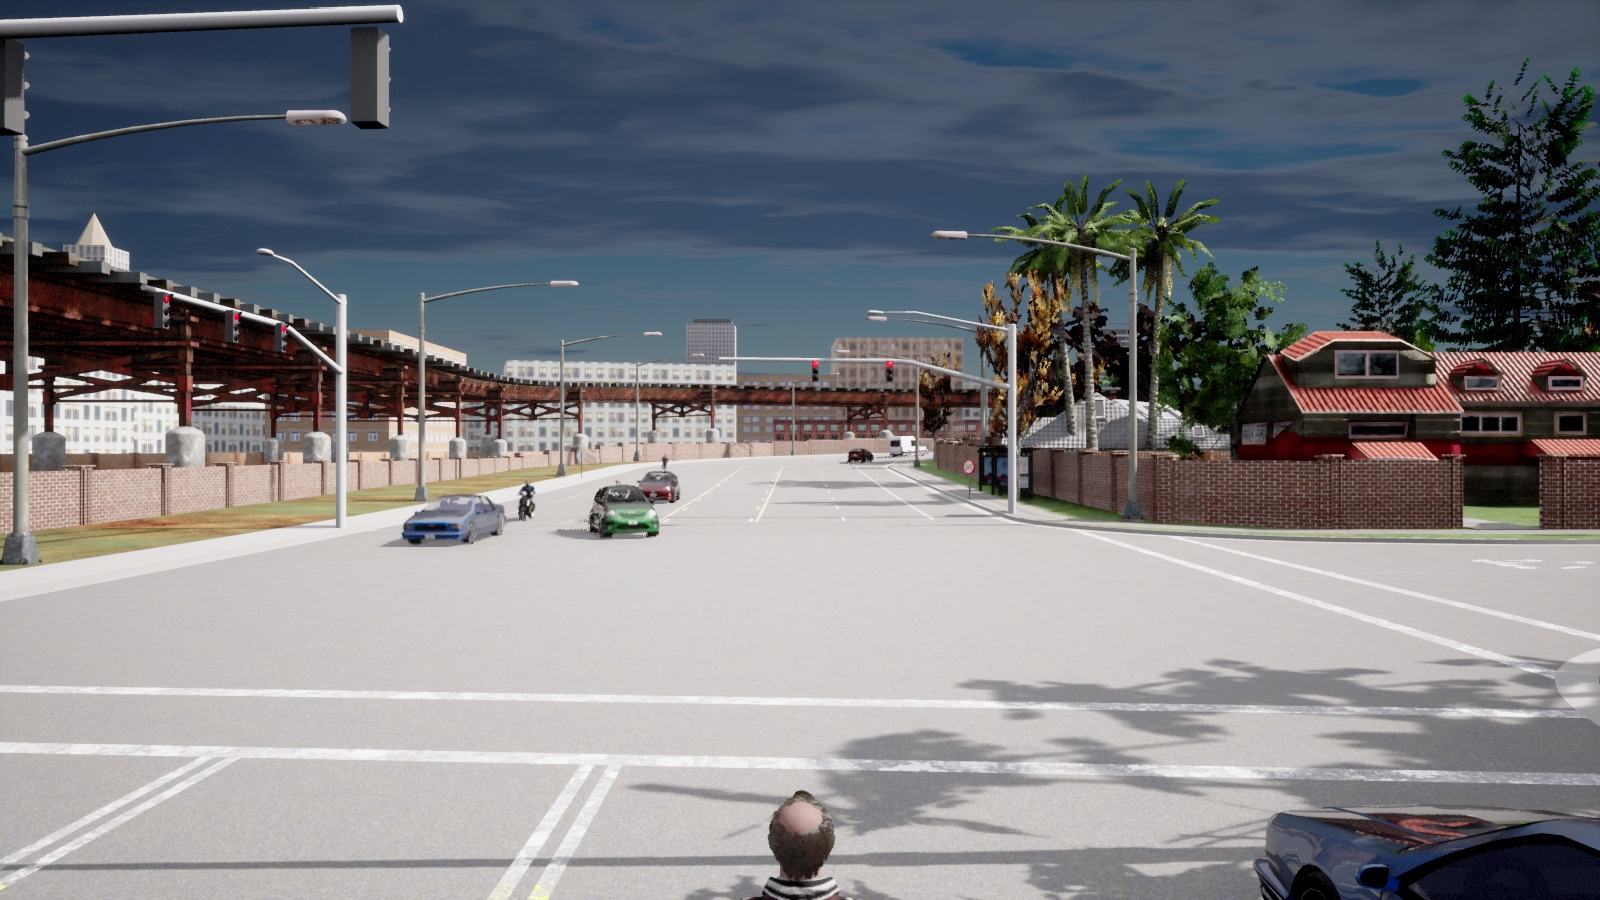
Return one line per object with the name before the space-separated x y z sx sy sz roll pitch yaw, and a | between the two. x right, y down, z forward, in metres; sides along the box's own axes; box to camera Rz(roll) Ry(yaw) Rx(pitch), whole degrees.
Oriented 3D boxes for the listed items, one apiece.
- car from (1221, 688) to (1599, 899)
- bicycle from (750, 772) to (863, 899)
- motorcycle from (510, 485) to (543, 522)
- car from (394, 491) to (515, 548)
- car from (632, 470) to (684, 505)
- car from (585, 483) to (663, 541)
car | 3.467 2.106 4.038 2.033 1.411 5.357 0 0 1
bicycle | 0.019 2.048 3.681 0.329 1.496 1.835 0 0 0
motorcycle | -10.528 2.060 44.037 0.856 1.341 1.805 0 0 0
car | -10.511 2.082 35.220 2.033 1.411 5.357 0 0 1
car | -7.040 1.832 56.988 2.007 1.525 4.514 0 1 0
car | -5.758 1.968 37.051 1.851 1.617 3.988 0 0 -18
